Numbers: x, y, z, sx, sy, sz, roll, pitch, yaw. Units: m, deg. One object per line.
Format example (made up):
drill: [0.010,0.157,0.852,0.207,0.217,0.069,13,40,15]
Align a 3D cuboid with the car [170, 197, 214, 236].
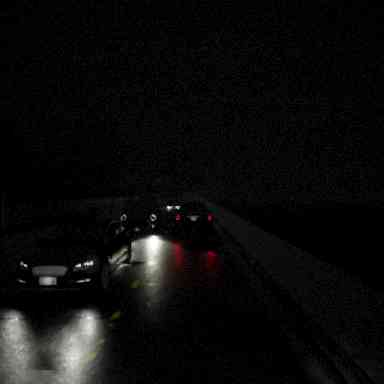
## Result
car: [0.081,1.357,18.578,2.097,1.767,4.553,0,0,0]

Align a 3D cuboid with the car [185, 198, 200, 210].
car: [0.054,1.528,44.474,1.812,1.442,4.674,0,0,0]

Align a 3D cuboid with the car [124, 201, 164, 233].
car: [-2.839,1.357,19.558,2.097,1.767,4.553,0,0,0]

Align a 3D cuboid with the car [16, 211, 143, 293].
car: [-2.849,1.496,9.022,2.128,1.511,4.902,0,0,0]

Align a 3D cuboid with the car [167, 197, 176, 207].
car: [-2.867,1.548,52.785,2.033,1.411,5.357,0,0,0]
